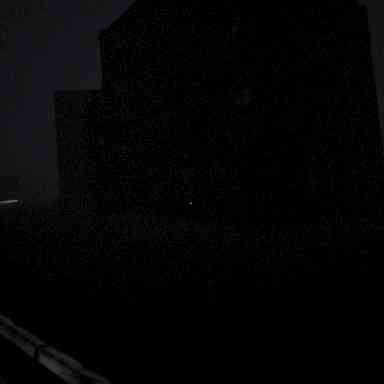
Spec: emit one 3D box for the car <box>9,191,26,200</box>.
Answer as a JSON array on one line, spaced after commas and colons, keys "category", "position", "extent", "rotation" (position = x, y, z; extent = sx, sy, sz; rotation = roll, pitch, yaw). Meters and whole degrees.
[{"category": "car", "position": [-32.297, 0.660, 61.568], "extent": [2.128, 1.511, 4.902], "rotation": [-4, 3, -11]}]
